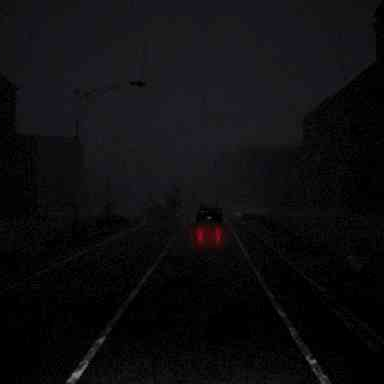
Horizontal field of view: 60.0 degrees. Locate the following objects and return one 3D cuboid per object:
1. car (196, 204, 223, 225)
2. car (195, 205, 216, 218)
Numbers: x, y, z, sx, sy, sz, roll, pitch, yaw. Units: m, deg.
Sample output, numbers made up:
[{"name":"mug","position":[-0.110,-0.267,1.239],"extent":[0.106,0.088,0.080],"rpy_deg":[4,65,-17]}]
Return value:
[{"name":"car","position":[1.309,1.637,25.110],"extent":[2.128,1.511,4.902],"rpy_deg":[0,-2,3]},{"name":"car","position":[1.636,2.500,42.248],"extent":[2.128,1.511,4.902],"rpy_deg":[0,-4,-4]}]
